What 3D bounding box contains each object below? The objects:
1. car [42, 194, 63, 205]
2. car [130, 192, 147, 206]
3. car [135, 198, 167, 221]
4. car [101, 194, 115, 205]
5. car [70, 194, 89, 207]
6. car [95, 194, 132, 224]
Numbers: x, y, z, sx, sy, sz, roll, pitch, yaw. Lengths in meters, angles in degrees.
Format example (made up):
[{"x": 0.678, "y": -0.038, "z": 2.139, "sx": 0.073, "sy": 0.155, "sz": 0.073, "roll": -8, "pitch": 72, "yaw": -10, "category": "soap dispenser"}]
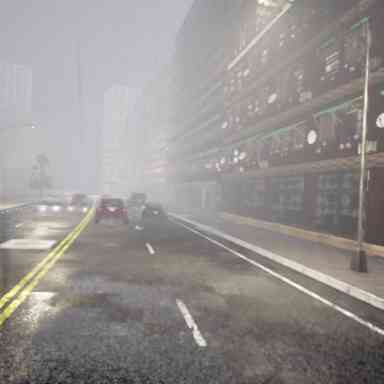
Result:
[{"x": -17.087, "y": 0.882, "z": 40.932, "sx": 1.895, "sy": 1.301, "sz": 4.718, "roll": 3, "pitch": 0, "yaw": -15, "category": "car"}, {"x": -6.623, "y": 1.031, "z": 40.034, "sx": 2.150, "sy": 2.045, "sz": 5.566, "roll": 3, "pitch": 0, "yaw": -15, "category": "car"}, {"x": -3.222, "y": 1.496, "z": 27.082, "sx": 1.994, "sy": 1.385, "sz": 4.181, "roll": 3, "pitch": 0, "yaw": -14, "category": "car"}, {"x": -12.487, "y": 1.069, "z": 49.159, "sx": 1.812, "sy": 1.442, "sz": 4.674, "roll": 3, "pitch": 0, "yaw": -16, "category": "car"}, {"x": -13.492, "y": 0.937, "z": 40.100, "sx": 1.882, "sy": 1.535, "sz": 5.008, "roll": 3, "pitch": 0, "yaw": -15, "category": "car"}, {"x": -5.631, "y": 1.148, "z": 23.433, "sx": 2.097, "sy": 1.767, "sz": 4.553, "roll": 3, "pitch": 0, "yaw": -14, "category": "car"}]
